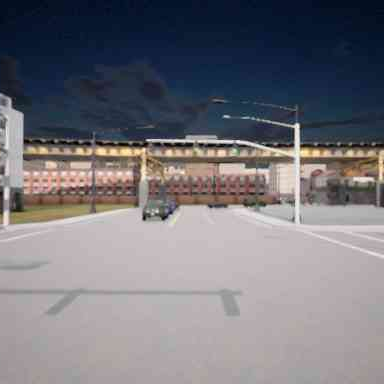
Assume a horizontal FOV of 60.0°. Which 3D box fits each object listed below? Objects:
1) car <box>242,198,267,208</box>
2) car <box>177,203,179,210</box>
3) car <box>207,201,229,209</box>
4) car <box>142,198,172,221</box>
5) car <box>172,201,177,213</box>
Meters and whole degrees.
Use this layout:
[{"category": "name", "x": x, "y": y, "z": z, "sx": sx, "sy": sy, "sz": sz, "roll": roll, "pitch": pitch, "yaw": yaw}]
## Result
[{"category": "car", "x": 13.535, "y": 2.314, "z": 71.755, "sx": 5.566, "sy": 2.045, "sz": 2.150, "roll": 1, "pitch": -1, "yaw": -24}, {"category": "car", "x": -3.219, "y": 2.287, "z": 54.152, "sx": 2.128, "sy": 1.511, "sz": 4.902, "roll": 0, "pitch": -1, "yaw": 6}, {"category": "car", "x": 5.113, "y": 2.526, "z": 65.478, "sx": 2.033, "sy": 1.411, "sz": 5.357, "roll": -1, "pitch": -1, "yaw": 39}, {"category": "car", "x": -3.576, "y": 1.718, "z": 33.300, "sx": 2.150, "sy": 2.045, "sz": 5.566, "roll": 0, "pitch": -1, "yaw": 1}, {"category": "car", "x": -3.575, "y": 1.867, "z": 43.703, "sx": 2.150, "sy": 2.045, "sz": 5.566, "roll": 0, "pitch": -1, "yaw": 0}]
